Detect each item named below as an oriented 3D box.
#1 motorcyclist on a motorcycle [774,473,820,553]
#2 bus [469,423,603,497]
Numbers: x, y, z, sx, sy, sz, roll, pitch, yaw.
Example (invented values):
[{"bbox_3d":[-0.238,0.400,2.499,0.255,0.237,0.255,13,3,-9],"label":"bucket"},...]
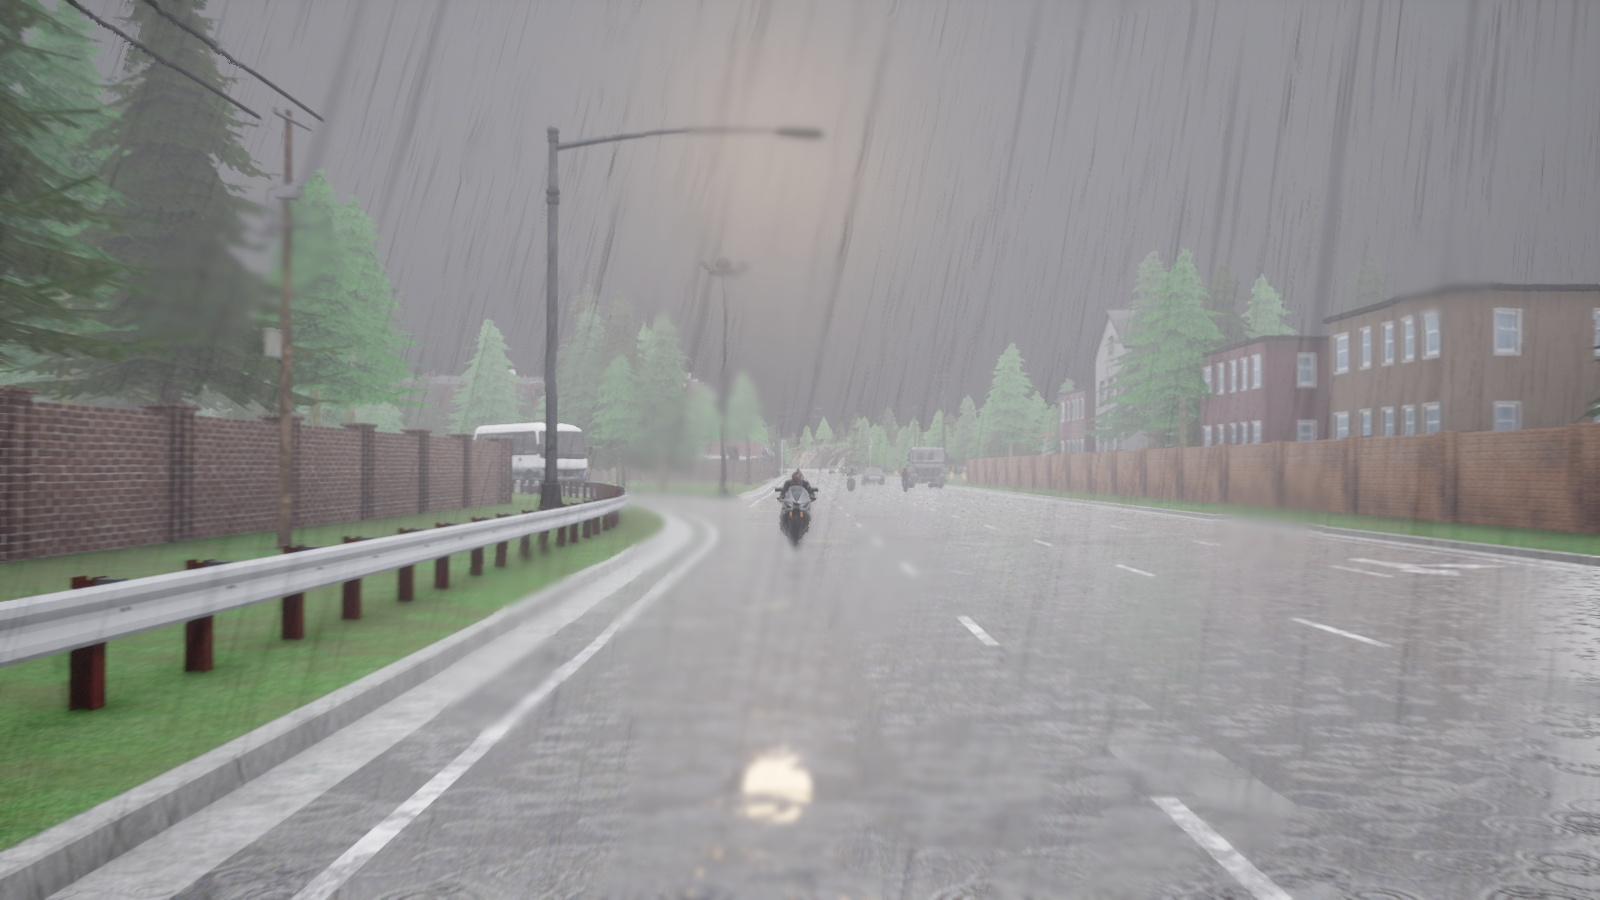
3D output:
[{"bbox_3d":[-0.060,1.223,25.147,0.866,1.530,2.191,0,-1,0],"label":"motorcyclist on a motorcycle"},{"bbox_3d":[-16.336,0.651,76.954,3.944,4.253,10.273,1,-1,-38],"label":"bus"}]
